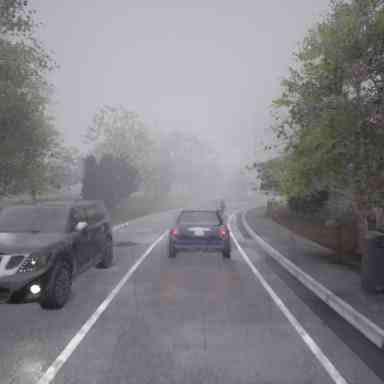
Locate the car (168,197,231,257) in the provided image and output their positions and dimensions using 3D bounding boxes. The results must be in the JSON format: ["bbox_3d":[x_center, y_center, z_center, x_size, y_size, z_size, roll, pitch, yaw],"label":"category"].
[{"bbox_3d":[0.308,1.297,12.975,2.097,1.767,4.553,0,2,2],"label":"car"}]

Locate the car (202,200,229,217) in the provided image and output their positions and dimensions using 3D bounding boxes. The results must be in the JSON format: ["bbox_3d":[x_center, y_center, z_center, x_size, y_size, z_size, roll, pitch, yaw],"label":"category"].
[{"bbox_3d":[2.369,1.529,32.499,2.033,1.411,5.357,1,0,10],"label":"car"}]

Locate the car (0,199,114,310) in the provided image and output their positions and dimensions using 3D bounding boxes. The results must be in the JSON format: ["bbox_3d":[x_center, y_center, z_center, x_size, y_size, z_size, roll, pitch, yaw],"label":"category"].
[{"bbox_3d":[-3.514,1.211,8.160,2.150,2.045,5.566,0,0,1],"label":"car"}]

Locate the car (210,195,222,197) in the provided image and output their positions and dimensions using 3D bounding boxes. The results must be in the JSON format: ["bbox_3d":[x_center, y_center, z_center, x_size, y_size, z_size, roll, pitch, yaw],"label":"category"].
[{"bbox_3d":[3.532,1.277,51.530,2.097,1.767,4.553,2,0,19],"label":"car"}]
